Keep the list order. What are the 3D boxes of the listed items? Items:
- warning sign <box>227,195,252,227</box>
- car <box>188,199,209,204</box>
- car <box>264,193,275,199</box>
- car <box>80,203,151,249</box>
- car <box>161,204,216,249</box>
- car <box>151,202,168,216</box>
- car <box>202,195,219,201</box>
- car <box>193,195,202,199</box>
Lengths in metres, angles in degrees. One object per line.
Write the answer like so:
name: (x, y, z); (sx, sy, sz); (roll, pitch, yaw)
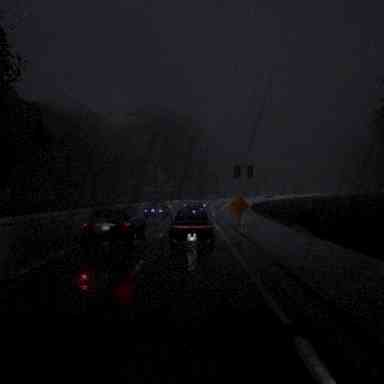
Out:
warning sign: (2.829, 1.129, 20.058); (1.300, 1.860, 1.060); (-1, -1, 0)
car: (0.220, 1.584, 29.374); (1.994, 1.385, 4.181); (0, 0, 3)
car: (21.576, 1.098, 92.750); (1.837, 1.490, 4.892); (-1, 0, 33)
car: (-3.250, 1.376, 14.624); (2.097, 1.767, 4.553); (0, 0, 0)
car: (0.000, 1.505, 14.654); (2.128, 1.511, 4.902); (0, 0, 0)
car: (-3.025, 1.579, 29.560); (2.033, 1.411, 5.357); (0, 0, 3)
car: (4.693, 1.407, 76.971); (2.033, 1.411, 5.357); (-1, 0, 22)
car: (1.735, 1.443, 78.318); (1.994, 1.385, 4.181); (-1, 0, 22)
